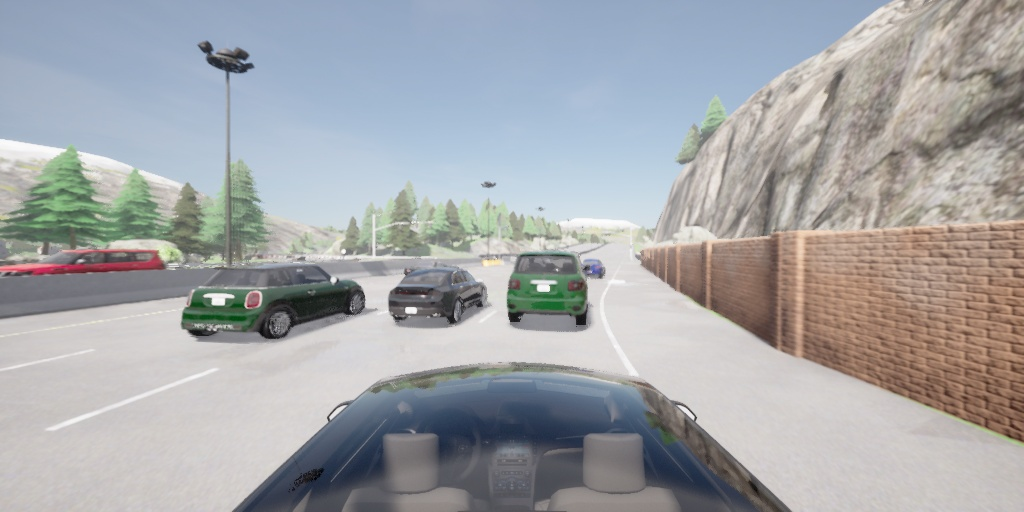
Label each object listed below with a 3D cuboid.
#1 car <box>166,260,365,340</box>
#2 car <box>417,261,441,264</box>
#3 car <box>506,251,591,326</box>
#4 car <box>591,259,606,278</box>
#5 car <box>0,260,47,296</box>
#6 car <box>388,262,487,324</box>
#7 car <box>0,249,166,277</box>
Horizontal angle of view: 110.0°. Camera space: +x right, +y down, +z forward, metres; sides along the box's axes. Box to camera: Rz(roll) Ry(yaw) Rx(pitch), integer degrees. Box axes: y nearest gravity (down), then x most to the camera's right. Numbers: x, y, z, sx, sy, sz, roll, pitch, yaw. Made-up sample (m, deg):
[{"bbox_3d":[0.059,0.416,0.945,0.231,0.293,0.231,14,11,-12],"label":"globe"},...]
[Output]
[{"bbox_3d":[-6.001,0.968,9.791,2.097,1.767,4.553,0,1,8],"label":"car"},{"bbox_3d":[-5.584,1.005,25.644,1.895,1.301,4.718,0,1,17],"label":"car"},{"bbox_3d":[1.294,0.847,11.441,2.150,2.045,5.566,0,1,11],"label":"car"},{"bbox_3d":[6.360,0.940,28.548,1.812,1.442,4.674,1,1,18],"label":"car"},{"bbox_3d":[-23.125,0.972,14.472,2.128,1.511,4.902,0,1,10],"label":"car"},{"bbox_3d":[-2.159,1.113,11.560,1.837,1.490,4.892,0,1,10],"label":"car"},{"bbox_3d":[-19.258,0.694,16.291,2.150,2.045,5.566,0,1,12],"label":"car"}]
